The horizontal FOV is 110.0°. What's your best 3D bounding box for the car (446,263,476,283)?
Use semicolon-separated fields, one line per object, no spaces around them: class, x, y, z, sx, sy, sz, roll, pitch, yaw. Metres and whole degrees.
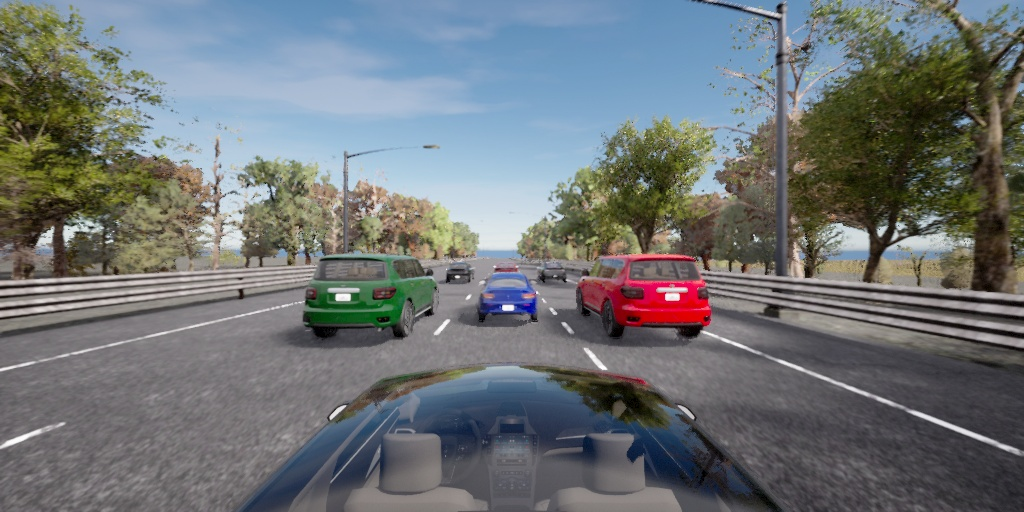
car;-3.950;1.247;28.056;1.837;1.490;4.892;0;0;-1

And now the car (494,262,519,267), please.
car;-0.485;1.225;29.624;1.882;1.535;5.008;0;0;-1

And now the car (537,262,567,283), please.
car;3.052;1.245;28.092;2.128;1.511;4.902;0;0;-1

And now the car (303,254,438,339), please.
car;-3.607;0.965;10.235;2.150;2.045;5.566;0;0;-1

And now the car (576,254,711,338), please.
car;3.389;0.976;10.377;2.150;2.045;5.566;0;0;-1

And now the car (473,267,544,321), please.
car;-0.139;1.274;12.266;1.812;1.442;4.674;0;0;-1
